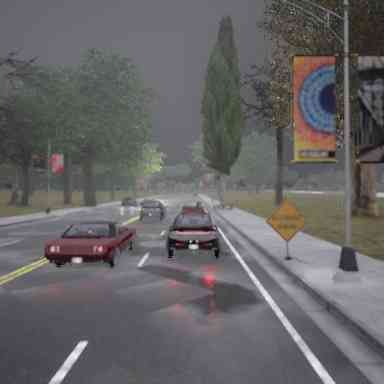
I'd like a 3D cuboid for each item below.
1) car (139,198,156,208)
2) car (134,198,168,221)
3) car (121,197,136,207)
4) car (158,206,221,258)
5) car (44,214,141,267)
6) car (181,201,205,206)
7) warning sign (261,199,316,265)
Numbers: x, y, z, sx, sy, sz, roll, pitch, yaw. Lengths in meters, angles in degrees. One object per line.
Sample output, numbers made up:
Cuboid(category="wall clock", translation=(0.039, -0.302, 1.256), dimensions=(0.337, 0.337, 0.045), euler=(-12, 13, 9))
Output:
Cuboid(category="car", translation=(-6.568, 1.612, 49.774), dimensions=(1.895, 1.301, 4.718), euler=(0, 0, 0))
Cuboid(category="car", translation=(-3.175, 1.539, 27.949), dimensions=(2.128, 1.511, 4.902), euler=(0, 0, 0))
Cuboid(category="car", translation=(-9.802, 1.511, 51.937), dimensions=(1.837, 1.490, 4.892), euler=(0, 0, 0))
Cuboid(category="car", translation=(0.070, 1.521, 12.955), dimensions=(2.128, 1.511, 4.902), euler=(0, 0, 0))
Cuboid(category="car", translation=(-3.187, 1.627, 11.515), dimensions=(1.895, 1.301, 4.718), euler=(0, 0, 0))
Cuboid(category="car", translation=(0.084, 1.523, 29.515), dimensions=(1.882, 1.535, 5.008), euler=(0, 0, 0))
Cuboid(category="warning sign", translation=(2.836, 1.139, 9.936), dimensions=(1.300, 1.860, 1.060), euler=(-1, -1, 0))
